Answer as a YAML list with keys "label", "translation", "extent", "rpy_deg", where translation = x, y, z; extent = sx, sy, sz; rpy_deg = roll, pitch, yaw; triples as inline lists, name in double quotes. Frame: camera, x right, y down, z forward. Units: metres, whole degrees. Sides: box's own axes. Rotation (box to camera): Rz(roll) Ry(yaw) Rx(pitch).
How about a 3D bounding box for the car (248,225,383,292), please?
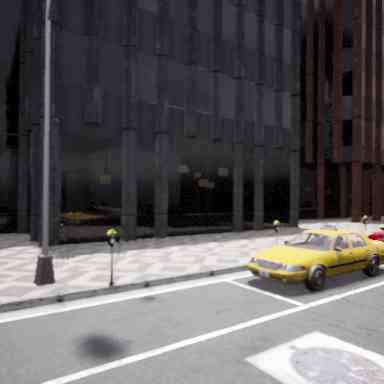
- label: "car"
  translation: [3.676, 1.636, 9.271]
  extent: [4.829, 1.417, 1.752]
  rpy_deg: [1, -1, -35]
